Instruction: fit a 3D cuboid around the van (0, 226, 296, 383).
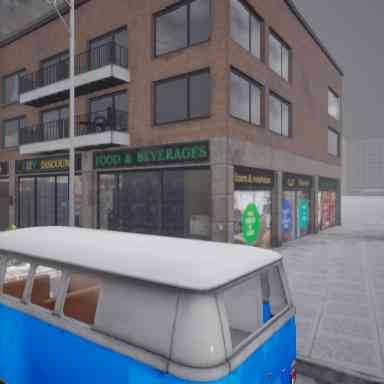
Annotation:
[{"bbox_3d":[-0.943,1.341,3.533,3.998,1.788,1.690,0,0,36],"label":"van"}]
